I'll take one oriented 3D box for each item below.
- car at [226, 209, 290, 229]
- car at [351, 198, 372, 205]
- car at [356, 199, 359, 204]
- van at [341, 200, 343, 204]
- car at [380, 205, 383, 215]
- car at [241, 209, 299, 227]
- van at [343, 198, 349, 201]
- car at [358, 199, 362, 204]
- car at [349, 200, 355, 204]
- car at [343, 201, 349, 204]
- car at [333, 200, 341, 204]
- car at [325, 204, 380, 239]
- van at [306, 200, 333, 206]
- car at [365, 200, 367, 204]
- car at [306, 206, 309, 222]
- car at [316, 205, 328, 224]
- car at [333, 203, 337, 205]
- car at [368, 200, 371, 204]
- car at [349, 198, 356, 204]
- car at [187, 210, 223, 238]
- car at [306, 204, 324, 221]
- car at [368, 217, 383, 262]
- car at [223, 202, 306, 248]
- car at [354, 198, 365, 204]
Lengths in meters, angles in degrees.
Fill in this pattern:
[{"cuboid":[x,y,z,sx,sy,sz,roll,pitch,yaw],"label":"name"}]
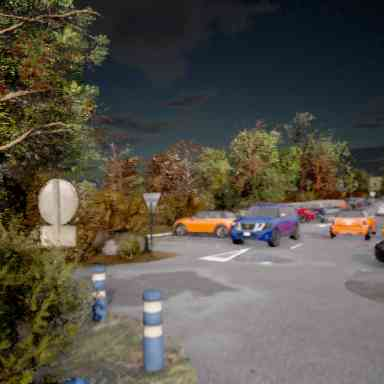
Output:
[{"cuboid":[5.661,2.265,28.786,4.892,1.521,2.231,-2,-2,34],"label":"car"},{"cuboid":[43.384,2.507,85.117,4.553,1.767,2.185,-2,-2,34],"label":"car"},{"cuboid":[27.584,2.586,61.553,5.008,1.535,2.097,-2,-1,34],"label":"car"},{"cuboid":[19.702,2.330,49.990,4.442,1.987,1.878,-2,-1,34],"label":"van"},{"cuboid":[24.972,2.353,42.932,1.812,1.442,4.674,-2,-1,34],"label":"car"},{"cuboid":[7.192,2.347,31.007,4.792,1.488,2.163,-2,-2,34],"label":"car"},{"cuboid":[22.844,2.344,54.686,4.442,1.987,1.878,-2,-1,34],"label":"van"},{"cuboid":[29.145,2.594,63.906,5.008,1.535,2.097,-2,-1,34],"label":"car"},{"cuboid":[24.439,2.573,56.863,5.008,1.535,2.097,-2,-1,34],"label":"car"},{"cuboid":[21.369,2.561,52.272,4.892,1.521,2.231,-2,-1,34],"label":"car"},{"cuboid":[18.190,2.419,47.455,4.553,1.767,2.185,-2,-1,34],"label":"car"},{"cuboid":[9.909,1.802,20.299,2.097,1.767,4.553,-2,-2,34],"label":"car"},{"cuboid":[15.190,2.303,42.816,4.442,1.987,1.878,-2,-1,34],"label":"van"},{"cuboid":[33.927,2.614,71.049,5.008,1.535,2.097,-2,-1,34],"label":"car"},{"cuboid":[8.762,2.403,33.354,4.792,1.488,2.163,-2,-2,34],"label":"car"},{"cuboid":[13.887,2.323,32.404,1.812,1.442,4.674,-2,-2,34],"label":"car"},{"cuboid":[16.642,2.569,45.245,4.792,1.488,2.163,-2,-1,34],"label":"car"},{"cuboid":[38.620,2.634,78.101,4.892,1.521,2.231,-2,-1,34],"label":"car"},{"cuboid":[25.983,2.455,59.228,4.553,1.767,2.185,-2,-1,34],"label":"car"},{"cuboid":[2.461,2.148,23.983,5.008,1.535,2.097,-2,-2,34],"label":"car"},{"cuboid":[11.887,2.485,38.070,5.008,1.535,2.097,-2,-2,34],"label":"car"},{"cuboid":[8.267,1.647,10.106,4.792,1.488,2.163,-2,-2,34],"label":"car"},{"cuboid":[4.073,1.666,17.763,2.150,2.045,5.566,-2,-2,34],"label":"car"},{"cuboid":[32.358,2.608,68.701,5.008,1.535,2.097,-2,-1,34],"label":"car"}]
